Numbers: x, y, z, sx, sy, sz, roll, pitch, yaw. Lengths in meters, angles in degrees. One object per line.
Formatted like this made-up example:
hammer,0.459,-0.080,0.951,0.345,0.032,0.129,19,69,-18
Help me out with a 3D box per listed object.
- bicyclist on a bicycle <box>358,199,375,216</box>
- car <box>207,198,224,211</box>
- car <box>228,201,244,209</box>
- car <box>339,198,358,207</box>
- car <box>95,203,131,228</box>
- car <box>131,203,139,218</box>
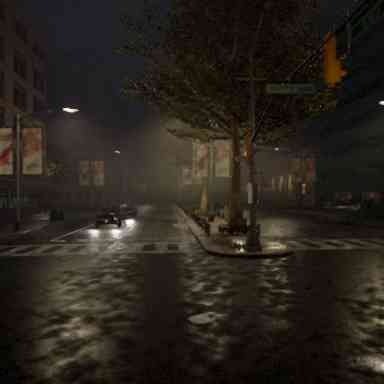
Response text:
bicyclist on a bicycle,16.445,1.482,31.389,1.656,1.620,0.582,-1,-1,-4
car,3.721,2.038,50.563,1.837,1.490,4.892,-1,0,-4
car,7.089,2.012,53.941,1.882,1.535,5.008,-1,-1,-4
car,26.208,1.767,56.048,2.161,1.482,4.786,-1,-1,-4
car,-6.200,1.866,25.820,1.837,1.490,4.892,-1,-1,-4
car,-6.882,1.975,36.082,2.128,1.511,4.902,-1,-1,-4
